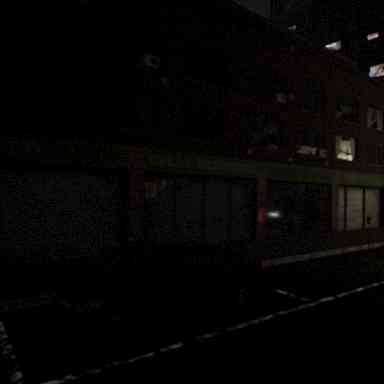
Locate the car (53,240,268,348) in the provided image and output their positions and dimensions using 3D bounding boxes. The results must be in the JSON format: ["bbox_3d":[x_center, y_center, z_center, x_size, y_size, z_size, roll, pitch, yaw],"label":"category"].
[{"bbox_3d":[-0.359,1.619,6.294,4.206,1.307,1.802,1,0,-36],"label":"car"}]
